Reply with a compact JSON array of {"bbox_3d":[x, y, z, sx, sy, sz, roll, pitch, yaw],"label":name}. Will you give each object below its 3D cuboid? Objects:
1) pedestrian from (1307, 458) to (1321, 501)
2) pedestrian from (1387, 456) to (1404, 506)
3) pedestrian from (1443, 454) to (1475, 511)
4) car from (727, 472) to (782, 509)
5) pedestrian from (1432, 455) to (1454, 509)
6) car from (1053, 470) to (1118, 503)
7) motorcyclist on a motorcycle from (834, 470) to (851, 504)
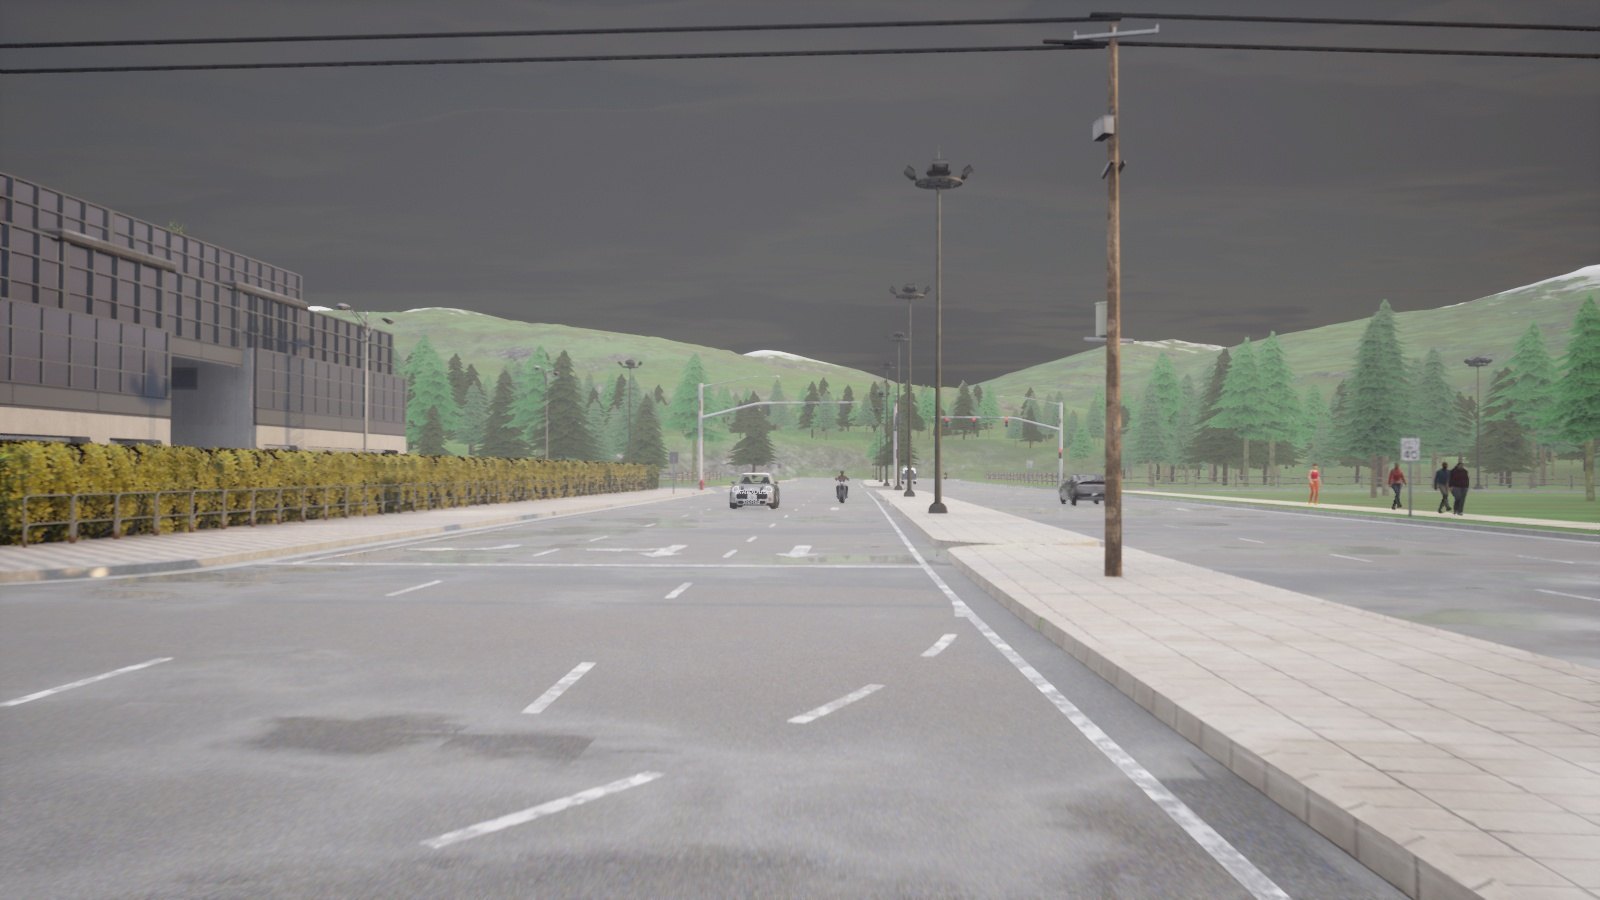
[{"bbox_3d":[22.354,1.279,54.606,0.345,1.836,0.594,0,-1,-2],"label":"pedestrian"},{"bbox_3d":[22.351,1.153,47.127,0.331,1.846,0.636,0,-1,4],"label":"pedestrian"},{"bbox_3d":[21.674,1.059,41.321,0.634,1.844,0.899,0,-1,5],"label":"pedestrian"},{"bbox_3d":[-1.833,1.657,51.965,1.970,1.475,3.806,0,-1,2],"label":"car"},{"bbox_3d":[22.190,1.091,43.332,0.370,1.835,0.726,0,-1,2],"label":"pedestrian"},{"bbox_3d":[13.517,1.716,59.709,2.128,1.511,4.902,0,-1,2],"label":"car"},{"bbox_3d":[2.088,1.788,61.601,0.766,1.649,2.350,0,-1,2],"label":"motorcyclist on a motorcycle"}]
